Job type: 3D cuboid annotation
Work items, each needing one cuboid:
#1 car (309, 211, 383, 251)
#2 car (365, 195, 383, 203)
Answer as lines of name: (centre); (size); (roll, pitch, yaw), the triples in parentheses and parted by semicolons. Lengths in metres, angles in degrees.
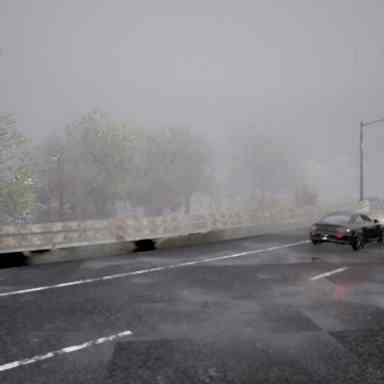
car: (6.721, 1.551, 14.241); (4.674, 1.442, 1.812); (0, 0, -44)
car: (37.664, 1.477, 69.539); (1.837, 1.490, 4.892); (0, 0, 10)
